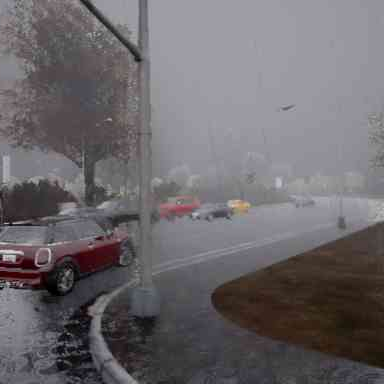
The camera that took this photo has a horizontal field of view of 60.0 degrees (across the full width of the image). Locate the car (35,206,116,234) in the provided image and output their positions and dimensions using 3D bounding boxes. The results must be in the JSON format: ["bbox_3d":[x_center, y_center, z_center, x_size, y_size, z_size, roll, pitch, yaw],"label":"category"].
[{"bbox_3d":[-7.615,1.744,22.182,1.837,1.490,4.892,-1,0,39],"label":"car"}]

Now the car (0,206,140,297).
[{"bbox_3d":[-3.367,1.452,9.207,2.097,1.767,4.553,0,0,15],"label":"car"}]

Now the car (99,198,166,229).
[{"bbox_3d":[-4.462,1.416,20.522,2.150,2.045,5.566,-1,-1,39],"label":"car"}]

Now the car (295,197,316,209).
[{"bbox_3d":[16.102,1.549,47.156,1.837,1.490,4.892,-1,0,35],"label":"car"}]

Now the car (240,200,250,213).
[{"bbox_3d":[4.821,1.660,37.929,1.882,1.535,5.008,-1,0,38],"label":"car"}]

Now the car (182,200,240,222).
[{"bbox_3d":[1.717,1.667,28.273,2.128,1.511,4.902,-1,0,38],"label":"car"}]

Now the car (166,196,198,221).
[{"bbox_3d":[-1.473,1.443,29.881,2.150,2.045,5.566,-1,0,38],"label":"car"}]
